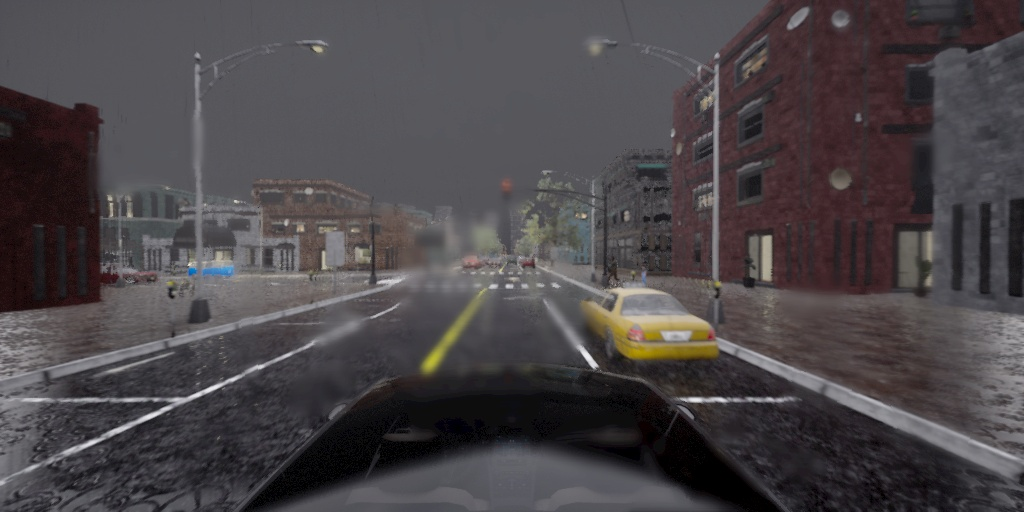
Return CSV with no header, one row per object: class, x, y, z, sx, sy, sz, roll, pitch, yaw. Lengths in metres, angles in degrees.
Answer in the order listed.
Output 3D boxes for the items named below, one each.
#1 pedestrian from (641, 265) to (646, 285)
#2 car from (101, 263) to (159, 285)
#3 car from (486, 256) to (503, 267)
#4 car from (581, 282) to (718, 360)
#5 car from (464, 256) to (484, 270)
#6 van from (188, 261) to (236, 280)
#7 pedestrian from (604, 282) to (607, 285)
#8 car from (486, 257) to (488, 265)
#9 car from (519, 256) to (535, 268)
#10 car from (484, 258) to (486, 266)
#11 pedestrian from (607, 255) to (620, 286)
pedestrian,8.118,1.131,22.086,0.375,1.300,0.375,-1,1,0
car,-33.046,1.657,30.442,5.008,1.535,1.882,-1,1,-1
car,-3.056,1.035,63.269,2.097,1.767,4.553,0,0,0
car,2.690,1.269,8.173,1.751,1.417,4.829,0,0,0
car,-5.713,1.011,51.593,2.192,1.841,5.009,0,0,0
van,-30.315,1.422,36.263,3.998,1.789,1.690,0,0,-1
pedestrian,5.964,1.150,22.685,0.375,1.300,0.375,-1,1,0
car,-5.719,1.266,62.681,1.802,1.307,4.207,0,0,0
car,2.665,1.005,57.141,2.192,1.841,5.009,0,0,0
car,-5.717,1.235,57.136,1.888,1.381,4.507,0,0,0
pedestrian,6.057,0.872,21.429,0.375,1.860,0.375,-1,1,0
